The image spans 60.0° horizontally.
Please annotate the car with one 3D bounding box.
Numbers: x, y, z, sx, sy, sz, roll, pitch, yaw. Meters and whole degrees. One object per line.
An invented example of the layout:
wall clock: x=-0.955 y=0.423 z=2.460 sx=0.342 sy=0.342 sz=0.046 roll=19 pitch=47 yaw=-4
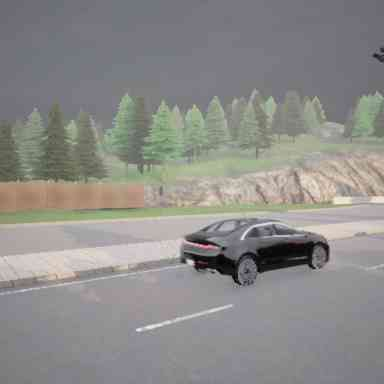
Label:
car: x=1.925 y=1.489 z=9.416 sx=4.902 sy=1.511 sz=2.128 roll=0 pitch=0 yaw=-36
